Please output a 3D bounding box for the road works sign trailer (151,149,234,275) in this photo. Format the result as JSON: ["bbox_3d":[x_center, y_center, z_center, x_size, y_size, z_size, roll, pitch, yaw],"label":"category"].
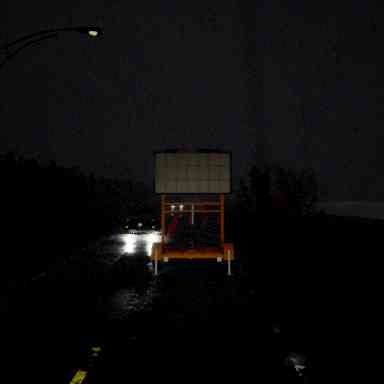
[{"bbox_3d":[0.022,0.471,10.427,2.380,3.560,2.880,0,0,0],"label":"road works sign trailer"}]

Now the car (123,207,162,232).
[{"bbox_3d":[-2.810,1.583,19.991,1.994,1.385,4.181,0,0,0],"label":"car"}]

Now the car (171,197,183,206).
[{"bbox_3d":[-2.629,1.629,58.817,1.812,1.442,4.674,0,0,0],"label":"car"}]
